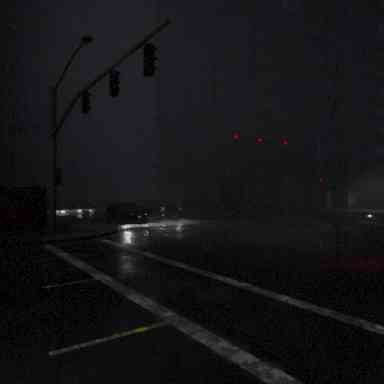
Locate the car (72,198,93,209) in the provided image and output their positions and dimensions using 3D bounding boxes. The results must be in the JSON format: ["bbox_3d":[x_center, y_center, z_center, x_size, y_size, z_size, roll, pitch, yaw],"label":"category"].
[{"bbox_3d":[-15.057,1.535,45.428,1.812,1.442,4.674,0,0,-35],"label":"car"}]

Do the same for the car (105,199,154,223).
[{"bbox_3d":[-5.130,1.512,25.578,1.837,1.490,4.892,0,0,-36],"label":"car"}]

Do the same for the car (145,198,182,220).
[{"bbox_3d":[-2.773,1.362,28.296,2.097,1.767,4.553,0,0,-36],"label":"car"}]

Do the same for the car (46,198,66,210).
[{"bbox_3d":[-17.884,1.499,43.362,2.128,1.511,4.902,0,0,-35],"label":"car"}]
